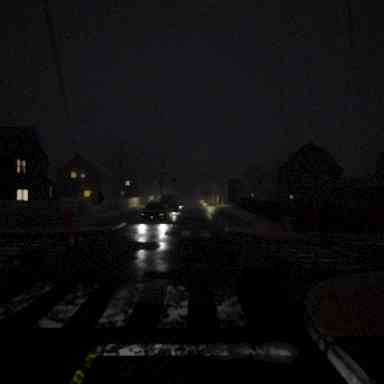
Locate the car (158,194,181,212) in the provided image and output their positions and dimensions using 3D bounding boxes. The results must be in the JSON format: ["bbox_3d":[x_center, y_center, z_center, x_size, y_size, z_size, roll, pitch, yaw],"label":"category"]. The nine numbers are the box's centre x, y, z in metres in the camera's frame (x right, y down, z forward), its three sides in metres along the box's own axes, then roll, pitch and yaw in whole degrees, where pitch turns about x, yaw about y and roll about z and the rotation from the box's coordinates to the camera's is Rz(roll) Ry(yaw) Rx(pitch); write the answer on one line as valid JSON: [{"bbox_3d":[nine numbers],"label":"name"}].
[{"bbox_3d":[-2.867,1.289,41.121,2.150,2.045,5.566,0,0,0],"label":"car"}]

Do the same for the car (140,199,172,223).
[{"bbox_3d":[-2.856,1.535,25.986,1.837,1.490,4.892,0,0,0],"label":"car"}]
